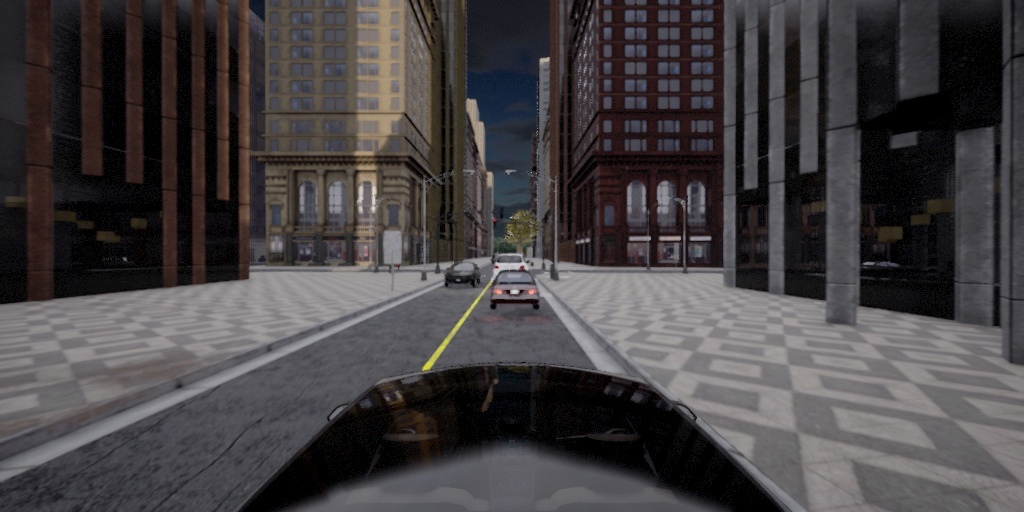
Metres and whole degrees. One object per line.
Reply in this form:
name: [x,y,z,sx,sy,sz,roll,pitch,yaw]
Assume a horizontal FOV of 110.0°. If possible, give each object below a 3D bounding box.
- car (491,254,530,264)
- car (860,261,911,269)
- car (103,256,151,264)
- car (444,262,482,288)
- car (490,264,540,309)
car: [0.021,0.849,24.866,2.150,2.045,5.566,0,0,4]
car: [38.628,1.222,37.443,5.357,1.411,2.033,0,0,0]
car: [-40.345,0.795,37.392,4.553,1.767,2.097,0,0,0]
car: [-3.065,1.114,23.090,1.882,1.535,5.008,0,0,0]
car: [0.094,1.230,14.464,2.033,1.411,5.357,0,0,0]
